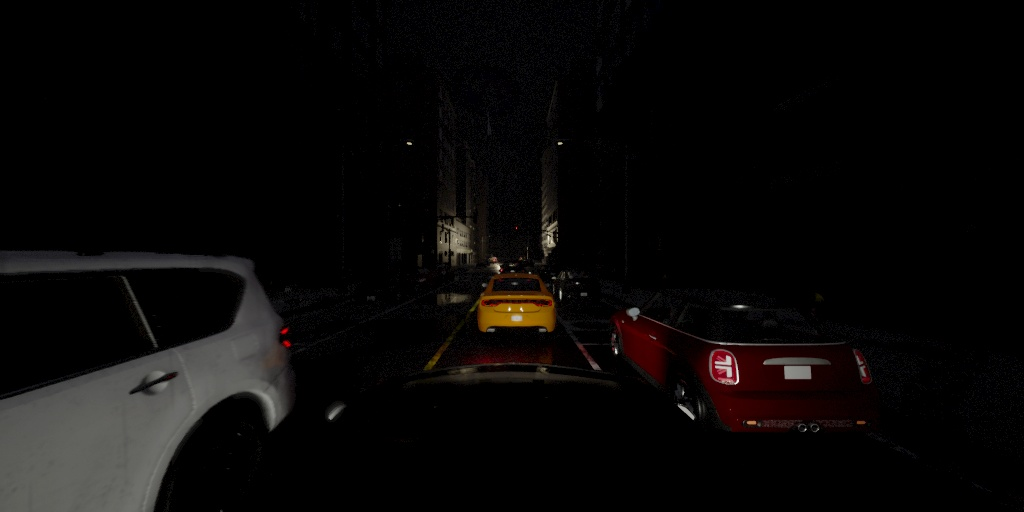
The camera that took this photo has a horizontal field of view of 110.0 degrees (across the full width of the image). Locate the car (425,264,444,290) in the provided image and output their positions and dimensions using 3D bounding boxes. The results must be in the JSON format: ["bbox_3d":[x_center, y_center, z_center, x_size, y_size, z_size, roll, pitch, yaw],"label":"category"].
[{"bbox_3d":[-5.630,1.333,22.047,1.802,1.307,4.207,0,0,0],"label":"car"}]

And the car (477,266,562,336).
[{"bbox_3d":[0.114,1.228,10.414,1.882,1.535,5.008,0,0,0],"label":"car"}]

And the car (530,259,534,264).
[{"bbox_3d":[3.012,1.232,64.621,1.967,1.591,4.097,0,0,0],"label":"car"}]

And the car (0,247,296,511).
[{"bbox_3d":[-3.113,0.971,1.072,2.150,2.045,5.566,0,0,1],"label":"car"}]

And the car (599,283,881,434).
[{"bbox_3d":[2.864,1.190,5.526,1.967,1.591,4.097,0,0,0],"label":"car"}]

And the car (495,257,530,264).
[{"bbox_3d":[0.080,1.105,28.135,2.097,1.767,4.553,0,0,1],"label":"car"}]

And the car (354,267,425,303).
[{"bbox_3d":[-5.640,1.316,16.546,1.948,1.339,4.313,0,0,0],"label":"car"}]

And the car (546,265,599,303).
[{"bbox_3d":[2.885,1.301,16.529,2.007,1.370,4.403,0,0,0],"label":"car"}]

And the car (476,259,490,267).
[{"bbox_3d":[-5.513,1.374,64.650,1.802,1.307,4.207,0,0,0],"label":"car"}]

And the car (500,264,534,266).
[{"bbox_3d":[0.135,1.315,19.403,1.994,1.385,4.181,0,0,0],"label":"car"}]

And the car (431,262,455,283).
[{"bbox_3d":[-5.619,1.192,27.548,1.967,1.591,4.097,0,0,0],"label":"car"}]

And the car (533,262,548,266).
[{"bbox_3d":[2.906,1.318,27.532,1.948,1.339,4.313,0,0,0],"label":"car"}]
